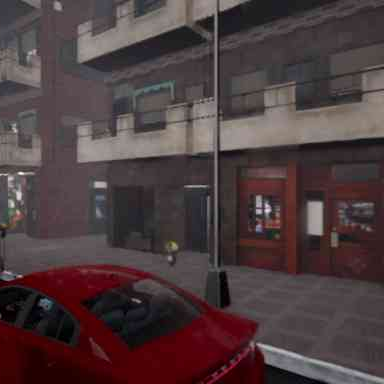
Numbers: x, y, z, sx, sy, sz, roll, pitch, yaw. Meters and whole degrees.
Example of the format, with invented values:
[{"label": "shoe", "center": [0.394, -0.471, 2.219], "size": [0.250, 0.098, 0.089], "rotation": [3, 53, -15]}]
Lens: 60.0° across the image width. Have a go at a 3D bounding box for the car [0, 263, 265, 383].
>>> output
[{"label": "car", "center": [-1.422, 1.538, 3.892], "size": [4.507, 1.381, 1.887], "rotation": [0, 0, 36]}]
